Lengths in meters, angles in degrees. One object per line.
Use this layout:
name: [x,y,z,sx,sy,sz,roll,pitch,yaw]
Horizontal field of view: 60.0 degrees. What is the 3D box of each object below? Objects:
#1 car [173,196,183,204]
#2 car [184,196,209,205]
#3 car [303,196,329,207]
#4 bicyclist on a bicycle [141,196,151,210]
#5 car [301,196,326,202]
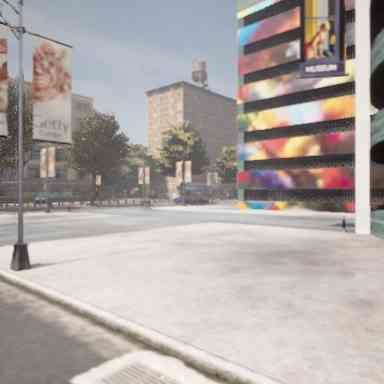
car: [-1.466,1.520,61.706,1.812,1.442,4.674,0,0,41]
car: [1.172,1.520,59.405,1.812,1.442,4.674,0,0,41]
car: [18.839,1.409,50.272,2.161,1.482,4.786,0,0,41]
bicyclist on a bicycle: [-5.509,1.297,39.754,1.656,1.620,0.582,0,0,41]
car: [13.940,1.317,38.366,2.002,1.452,4.674,0,0,41]
